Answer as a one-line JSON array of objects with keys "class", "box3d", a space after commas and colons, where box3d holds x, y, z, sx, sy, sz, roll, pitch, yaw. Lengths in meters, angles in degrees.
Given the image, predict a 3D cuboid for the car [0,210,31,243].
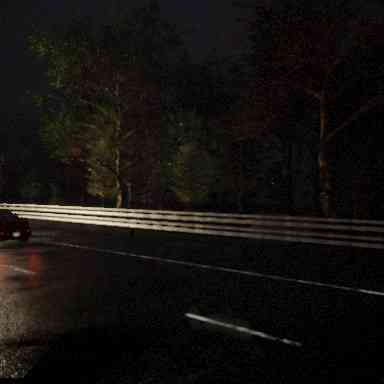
[{"class": "car", "box3d": [-8.943, 1.518, 14.755, 4.674, 1.442, 1.812, 0, 0, 36]}]
